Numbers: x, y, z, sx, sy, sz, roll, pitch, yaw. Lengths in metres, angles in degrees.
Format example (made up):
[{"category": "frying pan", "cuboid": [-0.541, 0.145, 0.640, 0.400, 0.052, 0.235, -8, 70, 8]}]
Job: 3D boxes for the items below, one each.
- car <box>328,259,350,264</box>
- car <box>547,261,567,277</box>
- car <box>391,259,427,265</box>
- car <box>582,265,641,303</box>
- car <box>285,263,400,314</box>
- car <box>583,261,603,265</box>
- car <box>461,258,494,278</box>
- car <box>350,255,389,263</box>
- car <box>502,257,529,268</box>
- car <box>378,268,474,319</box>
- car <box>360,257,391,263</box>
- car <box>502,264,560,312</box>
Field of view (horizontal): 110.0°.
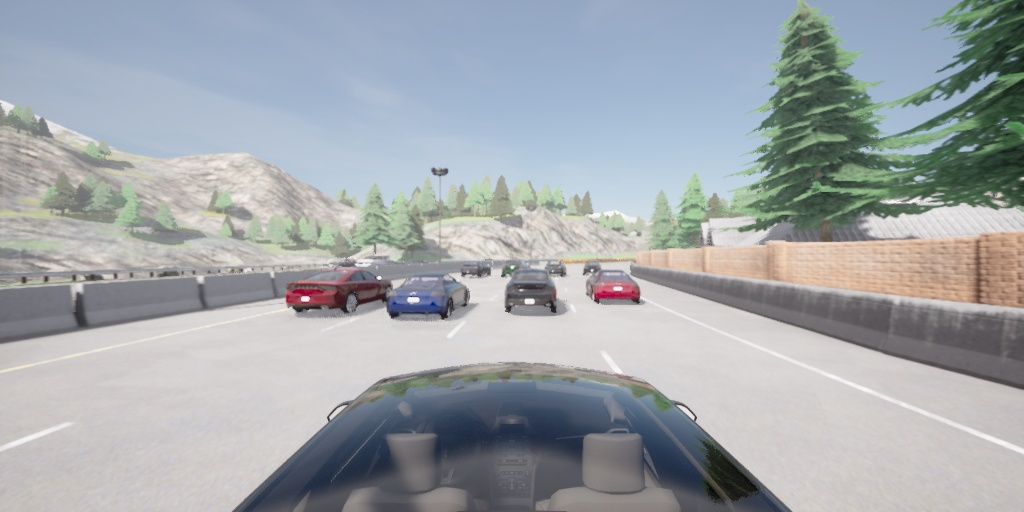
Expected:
[{"category": "car", "cuboid": [-21.845, 1.121, 46.755, 2.128, 1.511, 4.902, 0, 0, 15]}, {"category": "car", "cuboid": [4.356, 1.208, 35.582, 2.128, 1.511, 4.902, 0, 0, 14]}, {"category": "car", "cuboid": [-11.970, 1.165, 43.080, 1.837, 1.490, 4.892, 0, 0, 15]}, {"category": "car", "cuboid": [4.566, 1.306, 16.684, 1.994, 1.385, 4.181, 0, 0, 6]}, {"category": "car", "cuboid": [-6.271, 1.194, 13.695, 1.882, 1.535, 5.008, 0, 0, 5]}, {"category": "car", "cuboid": [8.504, 1.250, 37.745, 1.812, 1.442, 4.674, 0, 0, 14]}, {"category": "car", "cuboid": [-3.286, 1.189, 33.523, 2.128, 1.511, 4.902, 0, 0, 12]}, {"category": "car", "cuboid": [-18.118, 0.863, 47.177, 2.150, 2.045, 5.566, 0, 0, 16]}, {"category": "car", "cuboid": [0.473, 1.059, 34.339, 2.097, 1.767, 4.553, 0, 0, 12]}, {"category": "car", "cuboid": [-2.829, 1.291, 12.855, 1.994, 1.385, 4.181, 0, 0, 4]}, {"category": "car", "cuboid": [-15.521, 1.197, 43.505, 2.033, 1.411, 5.357, 0, 0, 15]}, {"category": "car", "cuboid": [0.789, 1.240, 14.157, 1.837, 1.490, 4.892, 0, 0, 5]}]
